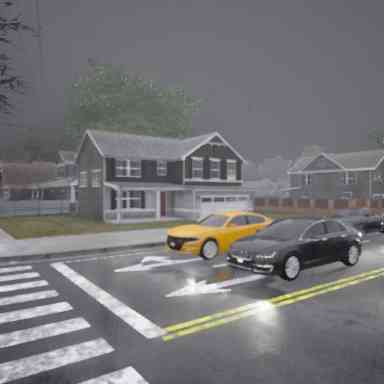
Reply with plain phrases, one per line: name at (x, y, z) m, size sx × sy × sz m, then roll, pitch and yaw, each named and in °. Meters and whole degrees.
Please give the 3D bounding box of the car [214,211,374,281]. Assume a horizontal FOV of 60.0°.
car at (3.220, 1.509, 9.966) m, size 4.892 × 1.490 × 1.837 m, roll 0°, pitch 0°, yaw -35°

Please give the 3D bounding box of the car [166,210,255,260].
car at (1.365, 1.482, 12.642) m, size 5.008 × 1.535 × 1.882 m, roll 0°, pitch 0°, yaw -36°

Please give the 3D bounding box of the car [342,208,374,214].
car at (8.828, 1.571, 17.941) m, size 4.181 × 1.385 × 1.994 m, roll 0°, pitch 0°, yaw -35°

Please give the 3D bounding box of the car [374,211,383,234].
car at (10.855, 1.498, 15.404) m, size 4.902 × 1.511 × 2.128 m, roll 0°, pitch 0°, yaw -35°
